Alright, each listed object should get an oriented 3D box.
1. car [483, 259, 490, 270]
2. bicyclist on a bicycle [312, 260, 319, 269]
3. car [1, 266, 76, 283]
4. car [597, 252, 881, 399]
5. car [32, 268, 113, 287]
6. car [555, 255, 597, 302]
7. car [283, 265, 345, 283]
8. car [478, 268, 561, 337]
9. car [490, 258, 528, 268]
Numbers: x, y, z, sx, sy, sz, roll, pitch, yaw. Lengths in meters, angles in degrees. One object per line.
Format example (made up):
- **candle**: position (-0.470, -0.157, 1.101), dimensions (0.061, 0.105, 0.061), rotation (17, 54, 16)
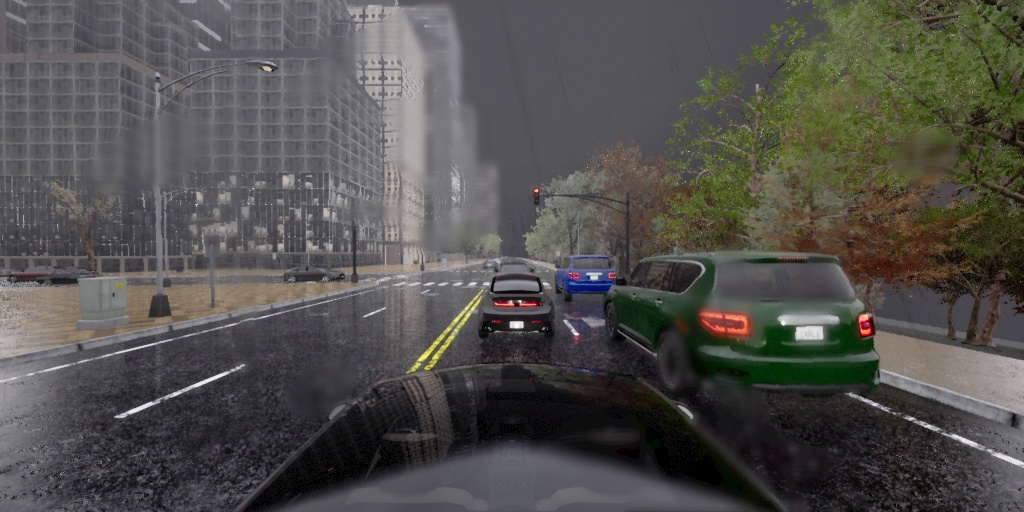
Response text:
- **car**: position (-3.228, 1.233, 53.629), dimensions (2.128, 1.511, 4.902), rotation (0, 0, 0)
- **bicyclist on a bicycle**: position (-24.557, 1.328, 44.776), dimensions (0.582, 1.620, 1.656), rotation (-1, 1, 0)
- **car**: position (-49.395, 1.835, 37.505), dimensions (4.553, 1.767, 2.097), rotation (-1, 0, 1)
- **car**: position (3.343, 0.969, 6.657), dimensions (2.150, 2.045, 5.566), rotation (0, 0, 1)
- **car**: position (-37.367, 1.952, 30.776), dimensions (4.718, 1.301, 1.895), rotation (-1, 0, 0)
- **car**: position (3.348, 0.969, 17.128), dimensions (2.150, 2.045, 5.566), rotation (0, 0, 1)
- **car**: position (-16.770, 1.533, 30.514), dimensions (4.892, 1.490, 1.837), rotation (-1, 0, 3)
- **car**: position (0.111, 1.253, 10.238), dimensions (1.837, 1.490, 4.892), rotation (0, 0, 0)
- **car**: position (0.116, 1.099, 19.297), dimensions (2.097, 1.767, 4.553), rotation (0, 0, 0)
